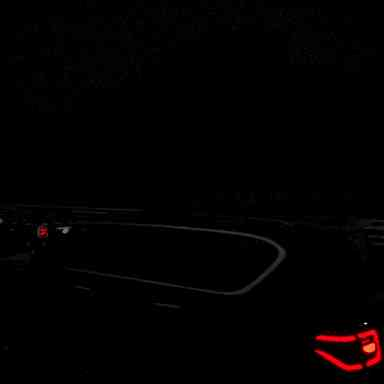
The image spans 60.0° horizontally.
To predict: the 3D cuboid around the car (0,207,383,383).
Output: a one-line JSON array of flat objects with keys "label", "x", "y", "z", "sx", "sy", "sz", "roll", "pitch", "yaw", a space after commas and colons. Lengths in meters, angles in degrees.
[{"label": "car", "x": -0.479, "y": 1.222, "z": 4.303, "sx": 5.566, "sy": 2.045, "sz": 2.150, "roll": 0, "pitch": 0, "yaw": 35}]
